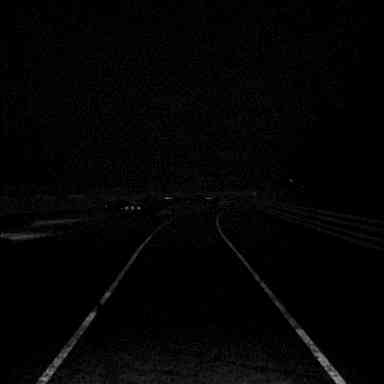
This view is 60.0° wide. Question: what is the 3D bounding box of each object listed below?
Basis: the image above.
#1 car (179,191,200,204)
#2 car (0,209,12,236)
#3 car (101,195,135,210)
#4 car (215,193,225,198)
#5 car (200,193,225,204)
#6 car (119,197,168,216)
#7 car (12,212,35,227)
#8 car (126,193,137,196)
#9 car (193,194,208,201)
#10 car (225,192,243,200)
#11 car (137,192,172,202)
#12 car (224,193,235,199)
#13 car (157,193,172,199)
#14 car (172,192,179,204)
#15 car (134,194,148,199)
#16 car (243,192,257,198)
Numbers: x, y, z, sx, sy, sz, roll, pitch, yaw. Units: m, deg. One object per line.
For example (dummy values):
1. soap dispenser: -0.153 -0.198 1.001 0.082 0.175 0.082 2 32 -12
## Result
1. car: 0.158 0.952 57.261 2.150 2.045 5.566 0 0 19
2. car: -10.539 1.622 14.313 1.812 1.442 4.674 0 0 19
3. car: -9.175 1.434 40.416 1.812 1.442 4.674 0 0 19
4. car: 7.655 1.017 90.658 1.994 1.385 4.181 0 0 19
5. car: 3.462 1.205 56.110 2.128 1.511 4.902 0 0 19
6. car: -4.540 1.475 32.221 2.033 1.411 5.357 0 0 19
7. car: -12.135 1.663 20.566 1.895 1.301 4.718 0 0 19
8. car: -12.324 1.060 75.096 2.097 1.767 4.553 0 0 19
9. car: 1.926 1.164 73.556 1.994 1.385 4.181 0 0 19
10. car: 9.198 1.114 73.228 1.994 1.385 4.181 0 0 19
11. car: -4.731 1.212 42.671 2.097 1.767 4.553 0 0 19
12. car: 9.700 1.002 85.743 1.812 1.442 4.674 0 0 19
13. car: -7.302 1.112 90.081 2.033 1.411 5.357 0 0 19
14. car: -3.175 1.239 58.334 2.128 1.511 4.902 0 0 19
15. car: -14.046 1.204 91.988 1.895 1.301 4.718 0 0 19
16. car: 16.200 0.928 94.129 2.033 1.411 5.357 0 0 19
